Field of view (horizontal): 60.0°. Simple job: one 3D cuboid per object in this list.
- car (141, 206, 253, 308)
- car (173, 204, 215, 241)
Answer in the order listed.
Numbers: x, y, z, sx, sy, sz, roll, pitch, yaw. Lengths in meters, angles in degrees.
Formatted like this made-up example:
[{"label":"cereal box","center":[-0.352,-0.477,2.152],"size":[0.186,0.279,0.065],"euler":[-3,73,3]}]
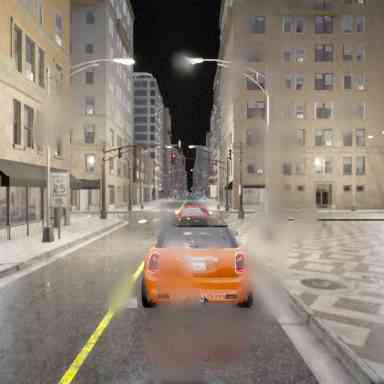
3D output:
[{"label":"car","center":[0.094,1.352,8.091],"size":[2.097,1.767,4.553],"euler":[0,0,0]},{"label":"car","center":[0.094,1.477,17.691],"size":[1.882,1.535,5.008],"euler":[0,0,0]}]
